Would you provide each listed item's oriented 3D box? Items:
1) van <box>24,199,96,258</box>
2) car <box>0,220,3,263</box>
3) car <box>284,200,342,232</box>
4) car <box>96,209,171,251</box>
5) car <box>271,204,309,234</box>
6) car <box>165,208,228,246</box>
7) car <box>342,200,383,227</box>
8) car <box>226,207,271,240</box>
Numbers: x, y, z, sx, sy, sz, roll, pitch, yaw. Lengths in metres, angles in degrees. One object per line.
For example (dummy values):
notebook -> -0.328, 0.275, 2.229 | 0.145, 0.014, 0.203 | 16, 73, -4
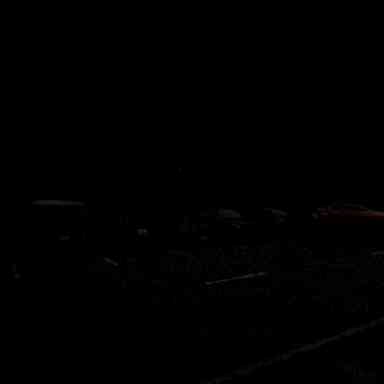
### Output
van -> -5.479, 1.307, 13.205 | 1.878, 1.987, 4.442 | 0, 0, -32
car -> -7.852, 1.403, 11.558 | 2.185, 1.767, 4.553 | 0, 0, -32
car -> 6.306, 1.376, 20.343 | 2.185, 1.767, 4.553 | 0, 0, -32
car -> -3.094, 1.561, 14.582 | 2.163, 1.488, 4.792 | 0, 0, -32
car -> 3.946, 1.552, 18.911 | 2.002, 1.452, 4.674 | 0, 0, -32
car -> -0.724, 1.560, 15.982 | 2.163, 1.488, 4.792 | 0, 0, -32
car -> 11.065, 1.458, 23.113 | 1.946, 1.575, 5.366 | 0, 0, -32
car -> 1.603, 1.563, 17.464 | 2.002, 1.452, 4.674 | 0, 0, -32
